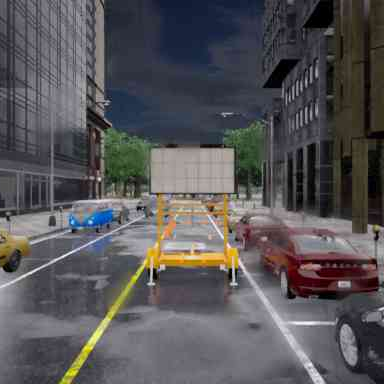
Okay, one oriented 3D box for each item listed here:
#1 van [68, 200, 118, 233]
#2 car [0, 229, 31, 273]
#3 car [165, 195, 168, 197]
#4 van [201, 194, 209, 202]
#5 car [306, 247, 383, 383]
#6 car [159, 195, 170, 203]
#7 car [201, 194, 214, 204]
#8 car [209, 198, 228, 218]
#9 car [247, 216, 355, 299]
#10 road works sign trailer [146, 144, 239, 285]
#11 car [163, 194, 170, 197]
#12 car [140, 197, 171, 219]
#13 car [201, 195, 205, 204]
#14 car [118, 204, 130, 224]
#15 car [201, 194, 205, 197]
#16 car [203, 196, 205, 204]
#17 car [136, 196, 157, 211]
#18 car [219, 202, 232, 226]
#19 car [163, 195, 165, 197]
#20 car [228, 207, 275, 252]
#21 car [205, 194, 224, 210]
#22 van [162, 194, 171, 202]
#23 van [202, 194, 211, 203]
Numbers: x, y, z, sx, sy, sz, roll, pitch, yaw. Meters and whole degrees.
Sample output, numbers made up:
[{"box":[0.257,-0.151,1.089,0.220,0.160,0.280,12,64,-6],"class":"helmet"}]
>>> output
[{"box":[-5.733,1.341,19.168,1.690,1.788,3.998,0,0,0],"class":"van"},{"box":[-5.750,1.525,8.123,1.752,1.417,4.829,0,0,0],"class":"car"},{"box":[-5.674,1.577,57.231,1.947,1.339,4.313,0,0,0],"class":"car"},{"box":[2.876,1.362,73.531,1.690,1.788,3.998,0,0,0],"class":"van"},{"box":[2.767,1.551,2.842,2.008,1.369,4.403,0,0,0],"class":"car"},{"box":[-5.657,1.457,68.106,1.967,1.590,4.097,0,0,0],"class":"car"},{"box":[2.859,1.329,62.656,2.192,1.841,5.009,0,0,0],"class":"car"},{"box":[2.809,1.526,30.200,1.752,1.417,4.829,0,0,0],"class":"car"},{"box":[2.775,1.544,8.280,1.887,1.381,4.507,0,0,0],"class":"car"},{"box":[0.015,0.464,9.426,2.380,3.560,2.880,0,0,0],"class":"road works sign trailer"},{"box":[-5.666,1.539,62.499,1.752,1.417,4.829,0,0,0],"class":"car"},{"box":[-2.954,1.492,29.280,2.128,1.511,4.902,0,0,0],"class":"car"},{"box":[2.843,1.553,51.780,1.887,1.381,4.507,0,0,0],"class":"car"},{"box":[-5.725,1.551,24.606,2.008,1.369,4.403,0,0,0],"class":"car"},{"box":[2.851,1.451,57.218,1.967,1.590,4.097,0,0,0],"class":"car"},{"box":[2.835,1.531,46.512,1.752,1.417,4.829,0,0,0],"class":"car"},{"box":[-5.699,1.570,40.918,1.947,1.339,4.313,0,0,0],"class":"car"},{"box":[2.792,1.525,19.325,1.752,1.417,4.829,0,0,0],"class":"car"},{"box":[-5.683,1.533,51.624,1.752,1.417,4.829,0,0,0],"class":"car"},{"box":[2.784,1.544,13.717,1.887,1.381,4.507,0,0,0],"class":"car"},{"box":[2.817,1.317,35.467,2.192,1.841,5.009,0,0,0],"class":"car"},{"box":[-5.649,1.362,73.544,1.690,1.788,3.998,0,0,0],"class":"van"},{"box":[2.868,1.358,68.093,1.690,1.788,3.998,0,0,0],"class":"van"}]
